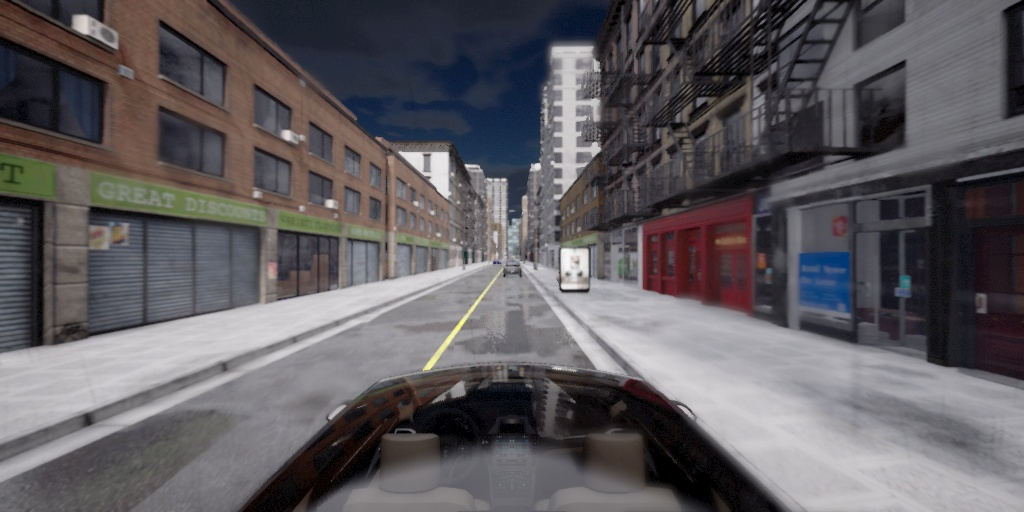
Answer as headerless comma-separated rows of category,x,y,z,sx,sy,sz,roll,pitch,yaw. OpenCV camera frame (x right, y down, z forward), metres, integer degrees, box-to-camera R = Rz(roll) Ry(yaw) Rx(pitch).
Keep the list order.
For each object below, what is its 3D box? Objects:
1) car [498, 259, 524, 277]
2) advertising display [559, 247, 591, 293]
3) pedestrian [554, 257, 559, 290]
car,0.079,1.235,35.022,2.128,1.511,4.902,0,0,1
advertising display,3.142,0.767,17.992,1.540,2.440,0.280,0,0,0
pedestrian,2.576,0.882,18.661,0.375,1.860,0.375,0,0,-10
